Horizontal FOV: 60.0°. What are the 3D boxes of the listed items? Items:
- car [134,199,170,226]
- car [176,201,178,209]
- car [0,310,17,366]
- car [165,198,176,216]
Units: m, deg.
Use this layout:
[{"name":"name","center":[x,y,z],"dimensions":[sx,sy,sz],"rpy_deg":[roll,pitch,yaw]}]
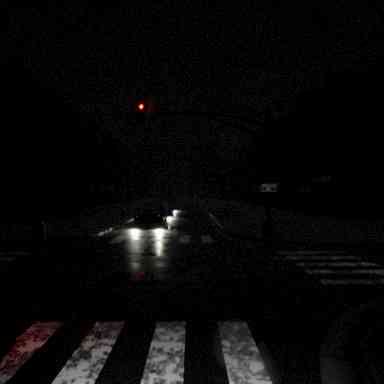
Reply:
[{"name":"car","center":[-2.893,1.488,23.939],"dimensions":[1.882,1.535,5.008],"rpy_deg":[0,0,0]},{"name":"car","center":[-2.906,1.525,43.491],"dimensions":[1.837,1.490,4.892],"rpy_deg":[0,0,0]},{"name":"car","center":[-3.211,1.600,1.748],"dimensions":[1.895,1.301,4.718],"rpy_deg":[0,0,6]},{"name":"car","center":[-2.905,1.492,33.408],"dimensions":[1.882,1.535,5.008],"rpy_deg":[0,0,0]}]
